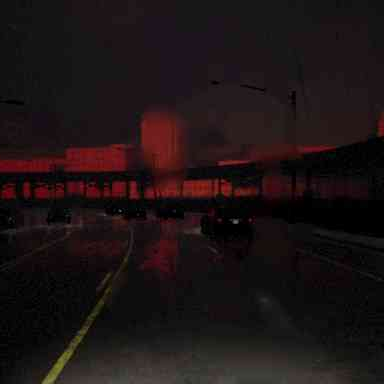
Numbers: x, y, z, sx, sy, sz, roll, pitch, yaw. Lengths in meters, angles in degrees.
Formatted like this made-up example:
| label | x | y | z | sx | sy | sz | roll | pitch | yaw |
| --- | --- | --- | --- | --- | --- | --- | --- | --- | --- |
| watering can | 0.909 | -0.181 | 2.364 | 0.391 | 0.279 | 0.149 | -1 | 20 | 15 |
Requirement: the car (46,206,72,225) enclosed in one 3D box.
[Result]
| label | x | y | z | sx | sy | sz | roll | pitch | yaw |
| --- | --- | --- | --- | --- | --- | --- | --- | --- | --- |
| car | -11.974 | 2.042 | 30.075 | 1.882 | 1.535 | 5.008 | 0 | -1 | -19 |

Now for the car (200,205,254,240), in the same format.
| label | x | y | z | sx | sy | sz | roll | pitch | yaw |
| --- | --- | --- | --- | --- | --- | --- | --- | --- | --- |
| car | 1.811 | 1.582 | 18.486 | 2.097 | 1.767 | 4.553 | 0 | -1 | -9 |

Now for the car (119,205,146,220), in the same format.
| label | x | y | z | sx | sy | sz | roll | pitch | yaw |
| --- | --- | --- | --- | --- | --- | --- | --- | --- | --- |
| car | -6.142 | 2.118 | 35.106 | 1.882 | 1.535 | 5.008 | 0 | -1 | -19 |

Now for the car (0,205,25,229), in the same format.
| label | x | y | z | sx | sy | sz | roll | pitch | yaw |
| --- | --- | --- | --- | --- | --- | --- | --- | --- | --- |
| car | -14.255 | 1.946 | 25.517 | 1.882 | 1.535 | 5.008 | 0 | -2 | -16 |

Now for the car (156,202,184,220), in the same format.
| label | x | y | z | sx | sy | sz | roll | pitch | yaw |
| --- | --- | --- | --- | --- | --- | --- | --- | --- | --- |
| car | -2.431 | 1.968 | 35.134 | 2.097 | 1.767 | 4.553 | 0 | -1 | -19 |

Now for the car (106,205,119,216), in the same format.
| label | x | y | z | sx | sy | sz | roll | pitch | yaw |
| --- | --- | --- | --- | --- | --- | --- | --- | --- | --- |
| car | -10.090 | 2.432 | 44.285 | 1.994 | 1.385 | 4.181 | 0 | -1 | -27 |
